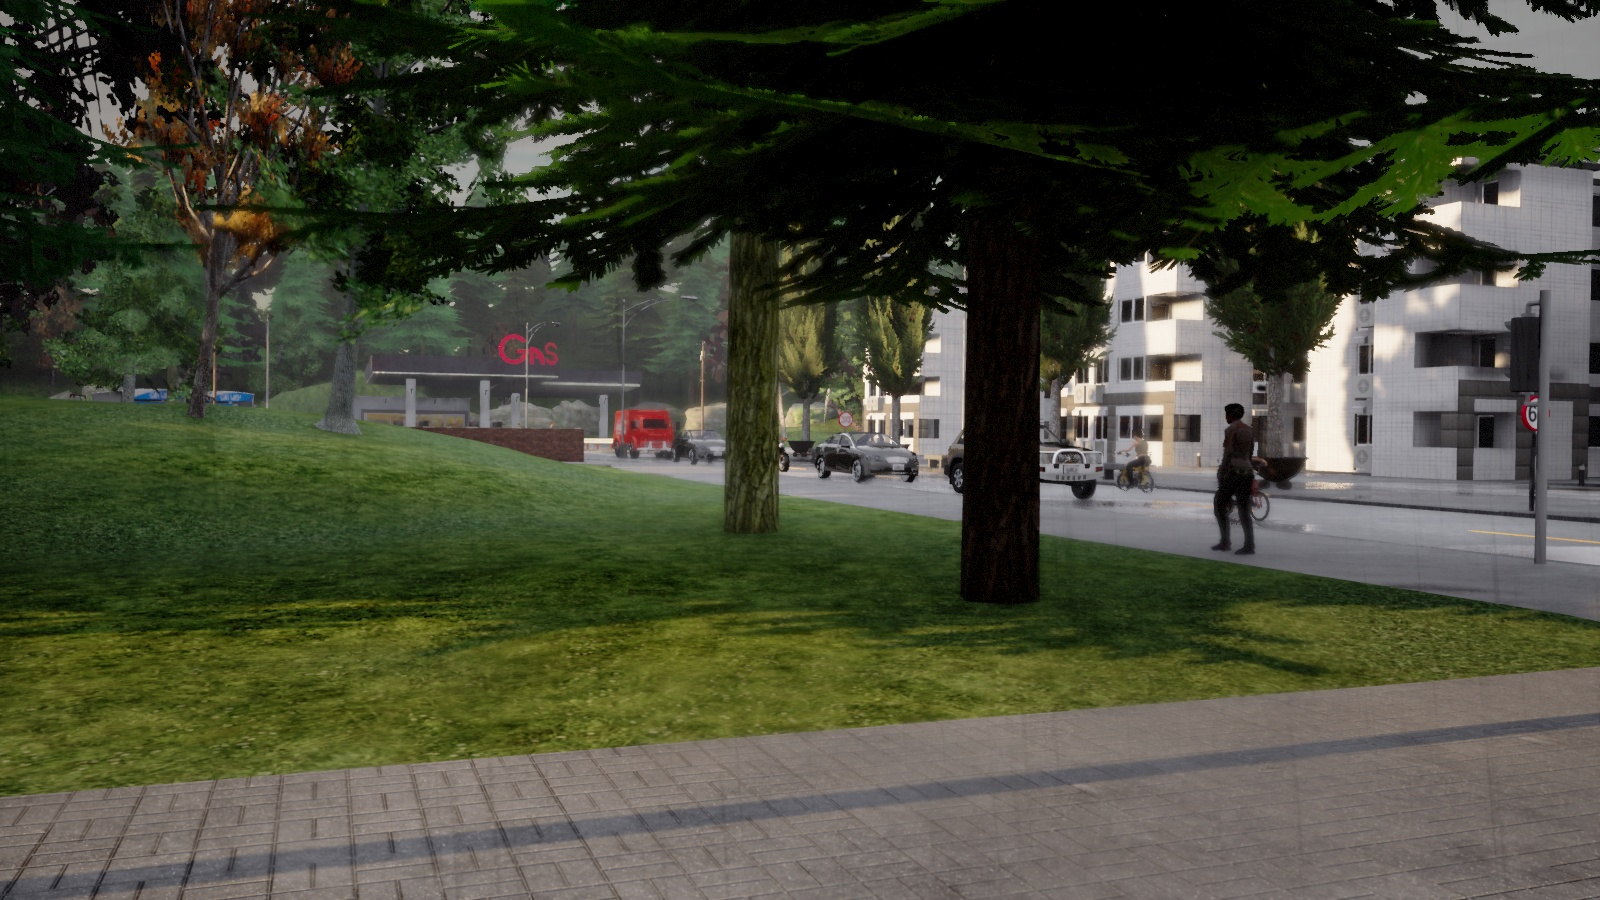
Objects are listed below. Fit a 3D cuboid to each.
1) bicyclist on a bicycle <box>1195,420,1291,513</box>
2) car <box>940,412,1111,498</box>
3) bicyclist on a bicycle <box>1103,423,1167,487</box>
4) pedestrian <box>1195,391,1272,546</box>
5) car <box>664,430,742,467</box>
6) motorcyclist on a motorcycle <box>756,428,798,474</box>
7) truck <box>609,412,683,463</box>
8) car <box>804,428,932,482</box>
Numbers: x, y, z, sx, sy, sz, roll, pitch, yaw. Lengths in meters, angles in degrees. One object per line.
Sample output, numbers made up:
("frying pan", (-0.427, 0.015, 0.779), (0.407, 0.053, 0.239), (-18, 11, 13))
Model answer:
("bicyclist on a bicycle", (8.000, 0.278, 22.736), (0.866, 1.612, 1.509), (-1, 1, -20))
("car", (5.250, 0.071, 29.922), (1.932, 1.855, 4.605), (-1, 1, -21))
("bicyclist on a bicycle", (8.620, 0.115, 32.331), (0.866, 1.612, 1.509), (-1, 1, -21))
("pedestrian", (5.173, 0.208, 15.008), (0.328, 1.805, 0.869), (-1, 1, -27))
("car", (-4.336, -0.097, 55.233), (2.128, 1.511, 4.902), (-1, 1, -21))
("motorcyclist on a motorcycle", (-0.862, 0.008, 46.063), (0.766, 1.649, 2.350), (-1, 1, -21))
("truck", (-8.029, -0.660, 65.033), (2.627, 2.467, 5.204), (-1, 1, -20))
("car", (1.986, 0.106, 38.546), (2.128, 1.511, 4.902), (-1, 1, -21))
